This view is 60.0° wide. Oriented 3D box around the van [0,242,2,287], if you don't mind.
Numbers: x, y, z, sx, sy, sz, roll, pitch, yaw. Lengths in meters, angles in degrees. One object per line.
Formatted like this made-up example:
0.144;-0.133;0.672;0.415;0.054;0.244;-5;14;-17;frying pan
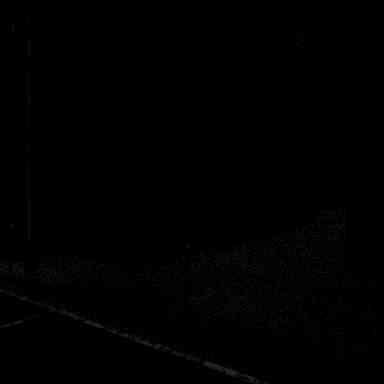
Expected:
-5.763;1.339;7.182;3.998;1.788;1.690;0;0;35;van
